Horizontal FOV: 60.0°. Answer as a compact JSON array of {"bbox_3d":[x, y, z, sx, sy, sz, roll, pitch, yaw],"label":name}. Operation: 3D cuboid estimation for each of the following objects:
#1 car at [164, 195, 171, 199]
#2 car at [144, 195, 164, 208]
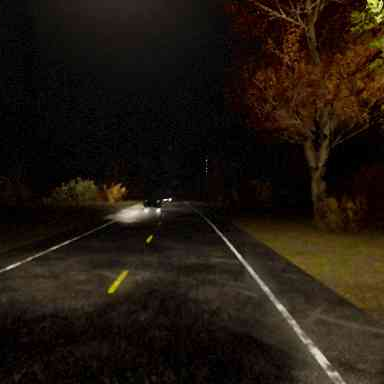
[{"bbox_3d":[-7.330,1.394,94.443,1.895,1.301,4.718,0,0,-15],"label":"car"},{"bbox_3d":[-5.160,1.218,44.004,2.097,1.767,4.553,0,0,-3],"label":"car"}]
